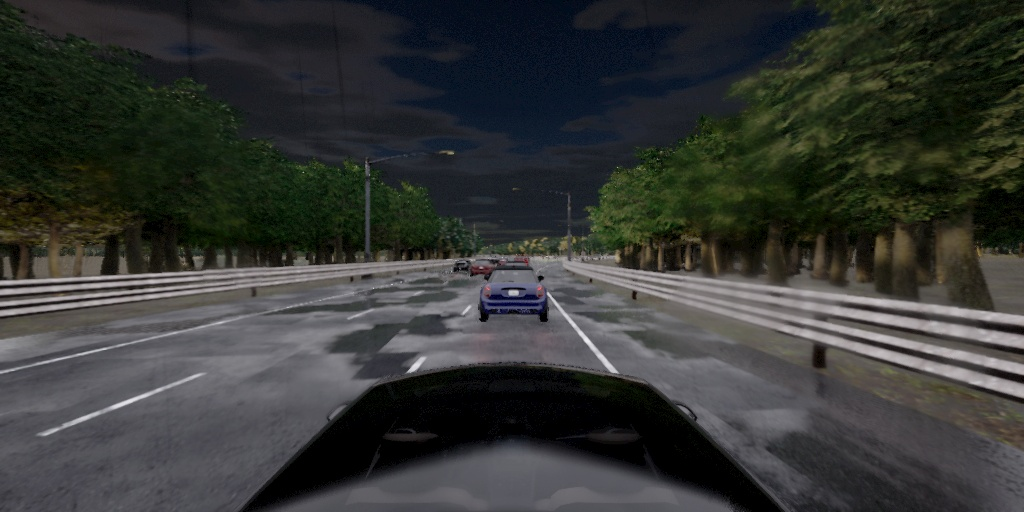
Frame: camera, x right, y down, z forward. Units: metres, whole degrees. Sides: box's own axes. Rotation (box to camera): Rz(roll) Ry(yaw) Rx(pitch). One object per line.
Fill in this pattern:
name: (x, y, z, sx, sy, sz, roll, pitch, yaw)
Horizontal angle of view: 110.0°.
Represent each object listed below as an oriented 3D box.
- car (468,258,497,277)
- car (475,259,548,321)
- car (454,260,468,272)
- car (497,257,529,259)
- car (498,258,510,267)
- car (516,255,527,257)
car: (-2.793, 1.098, 35.819, 2.097, 1.767, 4.553, 0, 0, 2)
car: (0.072, 1.106, 12.692, 2.097, 1.767, 4.553, 0, 0, 1)
car: (-5.980, 1.235, 44.466, 1.837, 1.490, 4.892, 0, 0, 3)
car: (0.273, 1.108, 24.187, 2.097, 1.767, 4.553, 0, 0, 1)
car: (-1.439, 1.202, 64.993, 1.812, 1.442, 4.674, 0, 0, 3)
car: (1.443, 0.934, 54.824, 2.150, 2.045, 5.566, 0, 0, 3)
